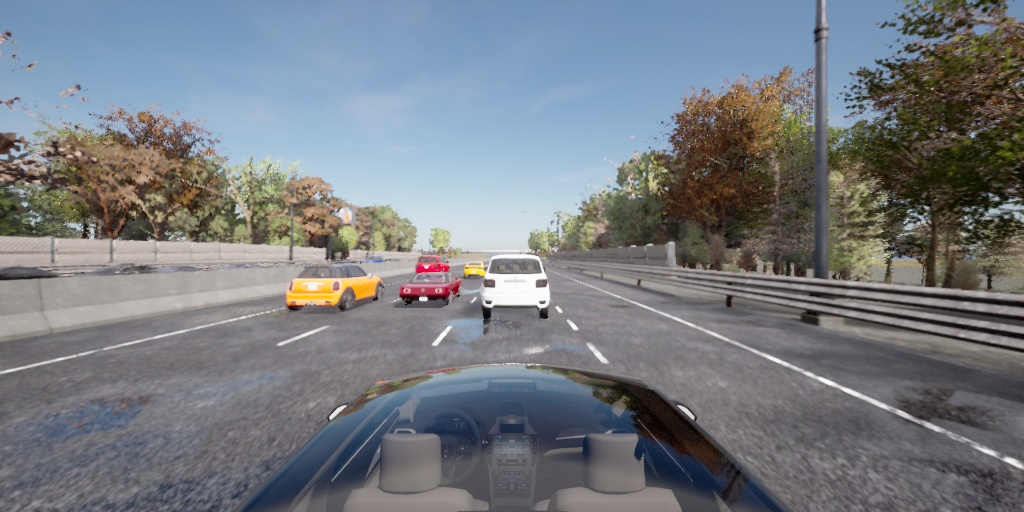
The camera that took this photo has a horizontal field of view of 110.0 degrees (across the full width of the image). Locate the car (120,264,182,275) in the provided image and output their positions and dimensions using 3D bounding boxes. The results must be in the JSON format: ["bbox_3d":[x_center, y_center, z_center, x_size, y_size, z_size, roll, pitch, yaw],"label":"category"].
[{"bbox_3d":[-21.091,1.330,22.422,1.994,1.385,4.181,0,0,0],"label":"car"}]

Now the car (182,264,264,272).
[{"bbox_3d":[-17.591,1.258,22.883,2.128,1.511,4.902,0,0,0],"label":"car"}]

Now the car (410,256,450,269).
[{"bbox_3d":[-6.893,0.999,31.593,2.150,2.045,5.566,0,0,0],"label":"car"}]

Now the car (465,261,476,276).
[{"bbox_3d":[-3.390,1.258,34.040,1.882,1.535,5.008,0,0,0],"label":"car"}]

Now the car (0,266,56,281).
[{"bbox_3d":[-28.093,1.289,19.717,1.812,1.442,4.674,0,0,0],"label":"car"}]

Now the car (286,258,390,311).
[{"bbox_3d":[-6.895,1.110,14.530,2.097,1.767,4.553,0,0,0],"label":"car"}]

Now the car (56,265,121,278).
[{"bbox_3d":[-24.591,1.272,22.593,1.837,1.490,4.892,0,0,0],"label":"car"}]

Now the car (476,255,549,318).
[{"bbox_3d":[0.104,0.979,13.222,2.150,2.045,5.566,0,0,0],"label":"car"}]

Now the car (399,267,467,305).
[{"bbox_3d":[-3.393,1.360,15.969,1.895,1.301,4.718,0,0,0],"label":"car"}]
